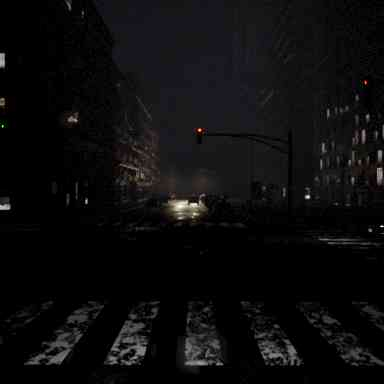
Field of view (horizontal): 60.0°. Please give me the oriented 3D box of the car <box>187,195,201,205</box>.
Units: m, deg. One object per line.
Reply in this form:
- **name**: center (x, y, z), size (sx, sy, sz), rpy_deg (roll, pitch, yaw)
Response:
- **car**: center (0.268, 1.436, 59.034), size (1.837, 1.490, 4.892), rpy_deg (0, 0, 0)

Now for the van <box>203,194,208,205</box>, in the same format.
- **van**: center (2.778, 1.293, 46.918), size (1.690, 1.788, 3.998), rpy_deg (-1, 0, 0)

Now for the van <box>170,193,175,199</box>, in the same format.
- **van**: center (-5.487, 1.239, 75.140), size (1.690, 1.788, 3.998), rpy_deg (-1, 0, 0)

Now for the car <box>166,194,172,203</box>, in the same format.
- **car**: center (-5.518, 1.467, 63.847), size (1.887, 1.381, 4.507), rpy_deg (-1, 0, 0)

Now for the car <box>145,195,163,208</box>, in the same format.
- **car**: center (-5.567, 1.518, 46.910), size (1.947, 1.339, 4.313), rpy_deg (-1, 0, 0)

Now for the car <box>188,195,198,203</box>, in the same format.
- **car**: center (0.230, 1.423, 71.100), size (2.128, 1.511, 4.902), rpy_deg (0, 0, 0)

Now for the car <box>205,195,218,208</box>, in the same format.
- **car**: center (2.746, 1.408, 35.626), size (1.967, 1.590, 4.097), rpy_deg (-1, 0, 0)

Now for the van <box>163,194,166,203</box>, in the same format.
- **van**: center (-5.554, 1.284, 52.555), size (1.690, 1.788, 3.998), rpy_deg (-1, 0, 0)

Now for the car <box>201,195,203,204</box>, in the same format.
- **car**: center (2.797, 1.488, 52.564), size (1.887, 1.381, 4.507), rpy_deg (-1, 0, 0)

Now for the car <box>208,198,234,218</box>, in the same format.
- **car**: center (2.731, 1.520, 29.981), size (1.887, 1.381, 4.507), rpy_deg (-1, 0, 0)

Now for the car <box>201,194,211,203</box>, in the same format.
- **car**: center (2.851, 1.350, 69.501), size (1.967, 1.590, 4.097), rpy_deg (-1, 0, 0)

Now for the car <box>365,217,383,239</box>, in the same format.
- **car**: center (10.692, 1.518, 15.461), size (4.902, 1.511, 2.128), rpy_deg (0, 1, -2)

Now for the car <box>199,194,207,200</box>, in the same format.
- **car**: center (2.931, 1.309, 86.439), size (1.967, 1.590, 4.097), rpy_deg (-1, 0, 0)
